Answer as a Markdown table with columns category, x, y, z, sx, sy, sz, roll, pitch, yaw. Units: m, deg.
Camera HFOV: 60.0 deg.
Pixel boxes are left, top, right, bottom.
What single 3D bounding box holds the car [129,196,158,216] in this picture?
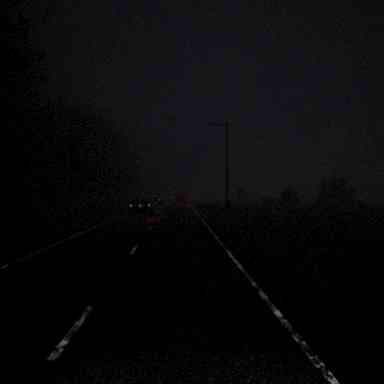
| category | x | y | z | sx | sy | sz | roll | pitch | yaw |
| --- | --- | --- | --- | --- | --- | --- | --- | --- | --- |
| car | -4.592 | 1.240 | 31.049 | 2.097 | 1.767 | 4.553 | 0 | 0 | -2 |

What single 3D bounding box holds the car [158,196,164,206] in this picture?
| category | x | y | z | sx | sy | sz | roll | pitch | yaw |
| --- | --- | --- | --- | --- | --- | --- | --- | --- | --- |
| car | -5.375 | 1.310 | 50.916 | 1.837 | 1.490 | 4.892 | 0 | 0 | -2 |

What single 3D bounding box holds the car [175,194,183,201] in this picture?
| category | x | y | z | sx | sy | sz | roll | pitch | yaw |
| --- | --- | --- | --- | --- | --- | --- | --- | --- | --- |
| car | -2.883 | 1.214 | 73.851 | 1.812 | 1.442 | 4.674 | 0 | 0 | -2 |

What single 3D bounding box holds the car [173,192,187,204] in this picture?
| category | x | y | z | sx | sy | sz | roll | pitch | yaw |
| --- | --- | --- | --- | --- | --- | --- | --- | --- | --- |
| car | -2.114 | 0.978 | 56.917 | 2.150 | 2.045 | 5.566 | 0 | 0 | -2 |
